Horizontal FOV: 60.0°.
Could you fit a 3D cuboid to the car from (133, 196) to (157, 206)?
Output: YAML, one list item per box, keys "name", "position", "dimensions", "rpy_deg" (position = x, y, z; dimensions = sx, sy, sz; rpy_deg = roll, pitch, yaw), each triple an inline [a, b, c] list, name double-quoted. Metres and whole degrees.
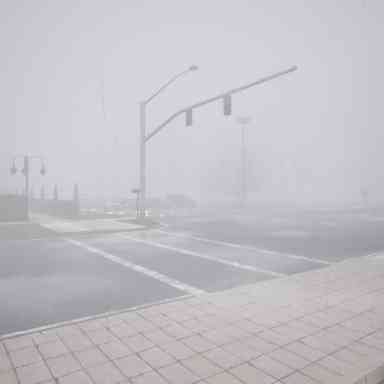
- name: "car"
  position: [-7.718, 1.505, 54.276]
  dimensions: [1.837, 1.490, 4.892]
  rpy_deg: [0, 0, -36]

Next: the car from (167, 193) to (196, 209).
- name: "car"
  position: [-1.732, 1.221, 46.069]
  dimensions: [2.150, 2.045, 5.566]
  rpy_deg: [0, 0, -36]

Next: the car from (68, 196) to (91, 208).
- name: "car"
  position: [-15.484, 1.601, 47.099]
  dimensions: [1.895, 1.301, 4.718]
  rpy_deg: [0, 0, -36]

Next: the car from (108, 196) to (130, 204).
- name: "car"
  position: [-13.883, 1.547, 62.788]
  dimensions: [2.033, 1.411, 5.357]
  rpy_deg: [0, 0, -36]

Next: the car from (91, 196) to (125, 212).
- name: "car"
  position: [-10.077, 1.526, 39.694]
  dimensions: [1.812, 1.442, 4.674]
  rpy_deg: [0, 0, -36]

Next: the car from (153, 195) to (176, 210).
- name: "car"
  position: [-4.551, 1.505, 43.991]
  dimensions: [1.837, 1.490, 4.892]
  rpy_deg: [0, 0, -36]

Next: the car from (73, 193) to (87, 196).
- name: "car"
  position: [-19.693, 1.221, 58.855]
  dimensions: [2.150, 2.045, 5.566]
  rpy_deg: [0, 0, -36]

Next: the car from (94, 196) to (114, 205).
- name: "car"
  position: [-15.814, 1.505, 59.472]
  dimensions: [1.837, 1.490, 4.892]
  rpy_deg: [0, 0, -36]

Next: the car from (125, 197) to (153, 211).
- name: "car"
  position: [-7.496, 1.547, 42.092]
  dimensions: [2.033, 1.411, 5.357]
  rpy_deg: [0, 0, -36]

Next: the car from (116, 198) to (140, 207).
- name: "car"
  position: [-9.968, 1.601, 51.414]
  dimensions: [1.895, 1.301, 4.718]
  rpy_deg: [0, 0, -36]

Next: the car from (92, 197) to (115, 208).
- name: "car"
  position: [-13.404, 1.505, 50.189]
  dimensions: [1.837, 1.490, 4.892]
  rpy_deg: [0, 0, -36]

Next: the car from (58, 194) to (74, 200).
- name: "car"
  position: [-21.594, 1.505, 55.508]
  dimensions: [1.837, 1.490, 4.892]
  rpy_deg: [0, 0, -36]
